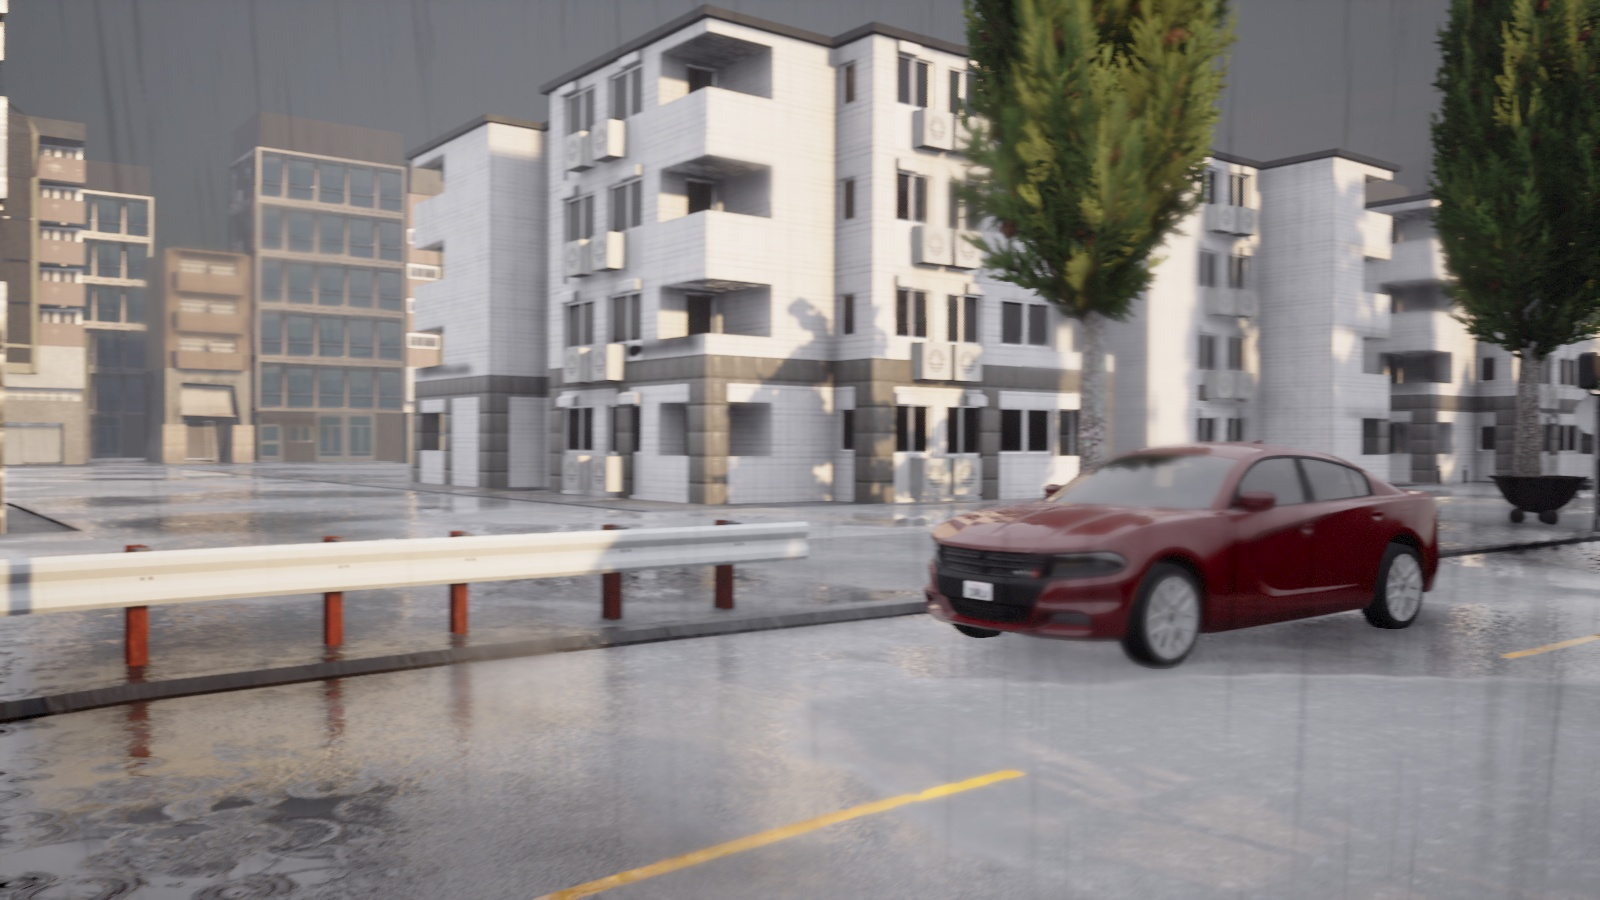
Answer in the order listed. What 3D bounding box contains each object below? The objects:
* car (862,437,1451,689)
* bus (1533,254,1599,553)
[{"bbox_3d":[3.003,0.683,9.916,5.008,1.535,1.882,0,0,-38],"label":"car"},{"bbox_3d":[16.114,-0.645,20.154,10.273,4.253,3.944,0,1,-38],"label":"bus"}]
